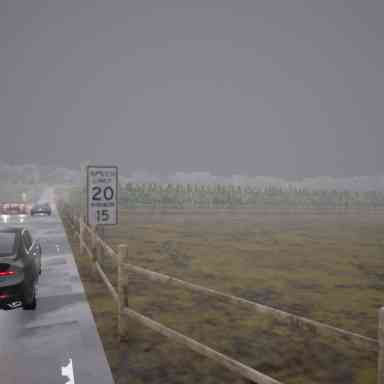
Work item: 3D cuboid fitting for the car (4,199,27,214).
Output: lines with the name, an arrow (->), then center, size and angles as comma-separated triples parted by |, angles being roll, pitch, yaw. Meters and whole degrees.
car -> -20.565, 1.644, 38.844 | 2.097, 1.767, 4.553 | 0, -1, -23

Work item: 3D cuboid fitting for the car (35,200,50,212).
car -> -20.273, 1.896, 45.264 | 1.812, 1.442, 4.674 | 0, -1, -23

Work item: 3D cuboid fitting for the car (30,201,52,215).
car -> -16.401, 1.796, 36.170 | 1.994, 1.385, 4.181 | 0, -1, -22

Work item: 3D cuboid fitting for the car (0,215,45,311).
car -> -4.407, 1.517, 7.396 | 1.837, 1.490, 4.892 | 0, 0, -23
